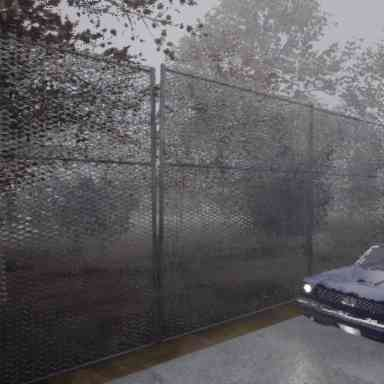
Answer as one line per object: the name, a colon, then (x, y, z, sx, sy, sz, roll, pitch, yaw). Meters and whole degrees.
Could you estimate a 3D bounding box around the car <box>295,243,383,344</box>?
car: (3.987, 1.611, 5.909, 4.718, 1.301, 1.895, 0, 0, -35)
